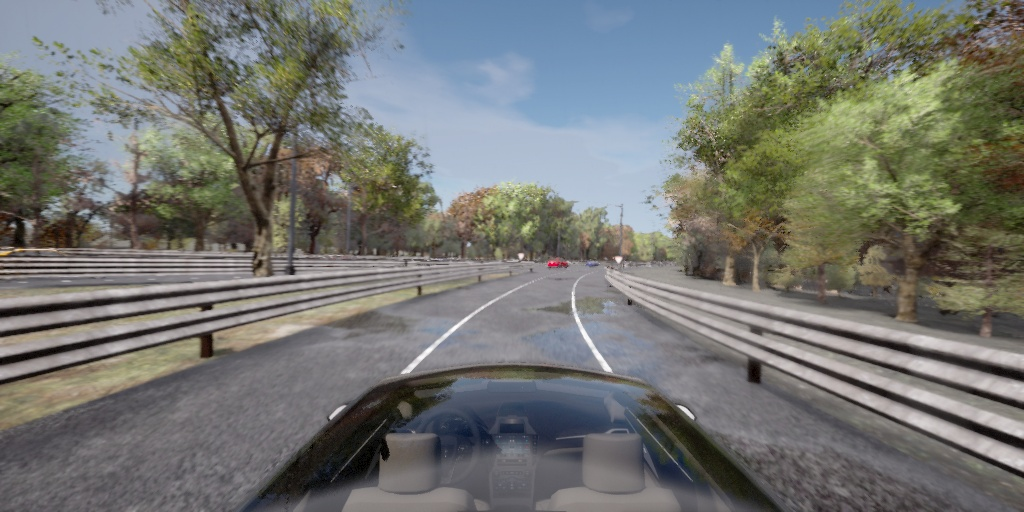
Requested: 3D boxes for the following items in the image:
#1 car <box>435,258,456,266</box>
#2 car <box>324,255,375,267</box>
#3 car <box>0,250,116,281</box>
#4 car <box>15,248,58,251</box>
[{"bbox_3d":[-9.298,1.037,53.463,2.033,1.411,5.357,2,0,34],"label":"car"},{"bbox_3d":[-16.419,0.717,36.571,1.882,1.535,5.008,2,0,34],"label":"car"},{"bbox_3d":[-24.137,0.557,18.802,1.895,1.301,4.718,2,0,34],"label":"car"},{"bbox_3d":[-27.043,0.313,20.738,1.882,1.535,5.008,2,0,34],"label":"car"}]
